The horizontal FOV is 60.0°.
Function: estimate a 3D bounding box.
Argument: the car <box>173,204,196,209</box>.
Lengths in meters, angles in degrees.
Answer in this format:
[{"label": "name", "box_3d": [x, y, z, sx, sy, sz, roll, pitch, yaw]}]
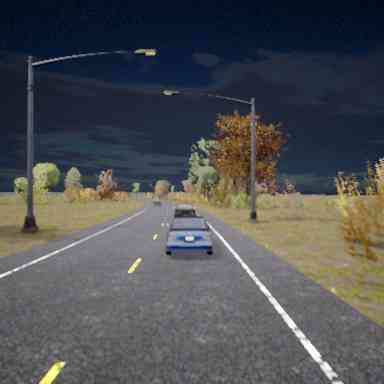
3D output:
[{"label": "car", "box_3d": [-0.644, 1.760, 29.545, 1.882, 1.535, 5.008, 0, 0, -3]}]

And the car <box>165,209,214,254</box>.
[{"label": "car", "box_3d": [-0.134, 1.681, 14.031, 2.033, 1.411, 5.357, 0, -1, -1]}]

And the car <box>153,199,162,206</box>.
[{"label": "car", "box_3d": [-7.356, 2.237, 70.661, 2.033, 1.411, 5.357, 0, -1, -6]}]
